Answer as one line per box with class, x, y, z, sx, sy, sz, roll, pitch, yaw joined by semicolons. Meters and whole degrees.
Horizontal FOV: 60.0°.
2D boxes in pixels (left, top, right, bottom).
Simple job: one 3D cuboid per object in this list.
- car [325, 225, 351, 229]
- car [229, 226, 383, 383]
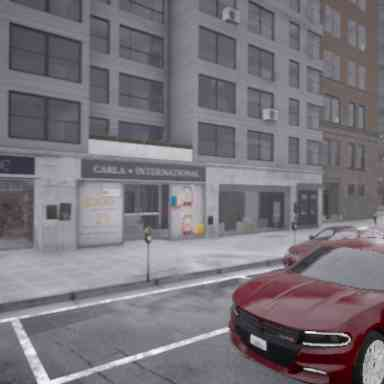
car;4.495;1.663;9.733;4.206;1.307;1.802;1;0;-35
car;2.819;1.524;5.382;5.008;1.535;1.882;1;0;-35
